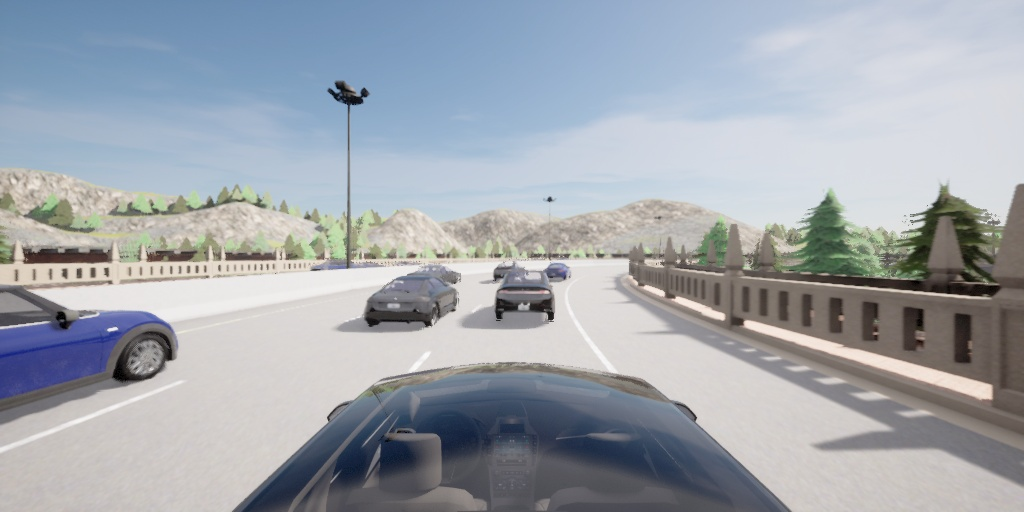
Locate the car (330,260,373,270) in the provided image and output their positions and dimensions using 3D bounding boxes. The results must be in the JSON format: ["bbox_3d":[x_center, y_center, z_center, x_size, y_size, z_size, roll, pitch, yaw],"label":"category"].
[{"bbox_3d":[-13.712,1.293,33.106,2.033,1.411,5.357,0,0,16],"label":"car"}]

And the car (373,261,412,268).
[{"bbox_3d":[-10.045,1.237,32.992,2.128,1.511,4.902,0,0,16],"label":"car"}]

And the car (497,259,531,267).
[{"bbox_3d":[-0.083,1.237,29.006,2.128,1.511,4.902,0,0,15],"label":"car"}]

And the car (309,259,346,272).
[{"bbox_3d":[-16.958,1.098,34.131,2.097,1.767,4.553,0,0,16],"label":"car"}]

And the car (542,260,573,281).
[{"bbox_3d":[3.872,1.271,30.184,1.812,1.442,4.674,0,0,16],"label":"car"}]

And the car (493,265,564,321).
[{"bbox_3d":[0.520,1.240,12.496,2.128,1.511,4.902,0,0,5],"label":"car"}]

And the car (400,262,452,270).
[{"bbox_3d":[-5.001,1.294,23.642,2.033,1.411,5.357,0,0,11],"label":"car"}]

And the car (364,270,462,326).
[{"bbox_3d":[-3.040,1.313,11.667,1.994,1.385,4.181,0,0,4],"label":"car"}]

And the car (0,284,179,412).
[{"bbox_3d":[-6.865,1.102,4.328,2.097,1.767,4.553,0,0,1],"label":"car"}]
